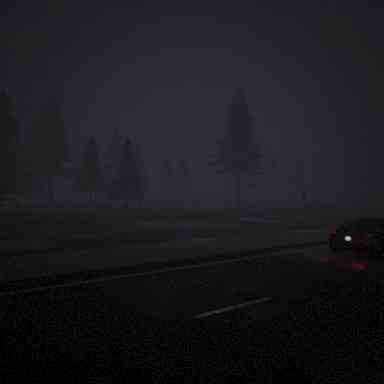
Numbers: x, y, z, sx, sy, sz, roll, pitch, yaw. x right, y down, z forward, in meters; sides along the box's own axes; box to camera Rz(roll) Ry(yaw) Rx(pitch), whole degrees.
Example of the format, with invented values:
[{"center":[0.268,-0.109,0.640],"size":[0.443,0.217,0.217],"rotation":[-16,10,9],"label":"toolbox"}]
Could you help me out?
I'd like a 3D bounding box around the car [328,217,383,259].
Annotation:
[{"center":[7.407,1.711,13.440],"size":[4.181,1.385,1.994],"rotation":[1,0,-35],"label":"car"}]
